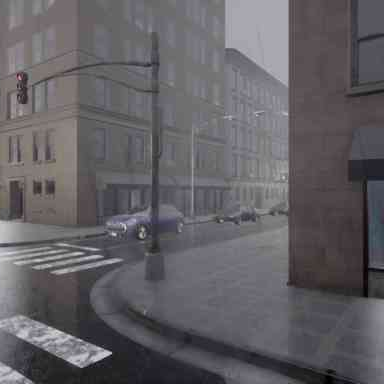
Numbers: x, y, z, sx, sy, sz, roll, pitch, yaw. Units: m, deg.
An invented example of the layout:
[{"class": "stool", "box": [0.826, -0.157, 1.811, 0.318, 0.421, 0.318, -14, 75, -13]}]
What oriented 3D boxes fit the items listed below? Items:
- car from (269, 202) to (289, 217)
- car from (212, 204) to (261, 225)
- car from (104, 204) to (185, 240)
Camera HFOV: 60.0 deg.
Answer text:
[{"class": "car", "box": [9.842, 1.743, 34.757, 2.033, 1.411, 5.357, 0, 0, 36]}, {"class": "car", "box": [3.653, 1.686, 26.075, 2.033, 1.411, 5.357, 0, 0, 35]}, {"class": "car", "box": [-2.384, 1.432, 17.574, 2.097, 1.767, 4.553, 0, 0, 35]}]
